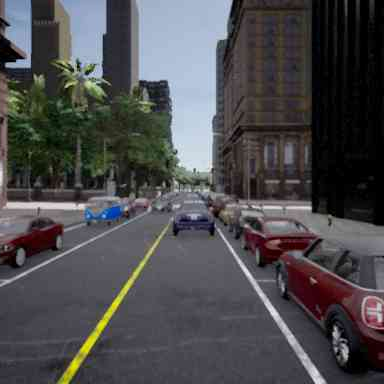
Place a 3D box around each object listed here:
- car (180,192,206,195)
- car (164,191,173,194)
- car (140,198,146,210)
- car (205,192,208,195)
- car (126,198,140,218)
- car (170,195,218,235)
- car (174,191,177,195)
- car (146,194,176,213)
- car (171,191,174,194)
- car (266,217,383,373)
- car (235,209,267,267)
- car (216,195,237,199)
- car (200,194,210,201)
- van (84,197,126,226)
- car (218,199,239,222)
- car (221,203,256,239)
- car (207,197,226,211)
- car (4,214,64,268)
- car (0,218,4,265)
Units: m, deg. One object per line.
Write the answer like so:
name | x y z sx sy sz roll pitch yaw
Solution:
car | 0.091 1.147 35.776 2.097 1.767 4.553 0 0 0
car | -5.783 1.136 70.041 2.008 1.369 4.403 0 0 0
car | -5.776 1.363 38.182 1.802 1.307 4.206 0 0 0
car | 2.744 1.185 64.602 1.947 1.339 4.313 0 0 0
car | -5.774 1.285 27.329 1.967 1.590 4.097 0 0 0
car | 0.096 1.249 18.233 2.097 1.767 4.553 0 0 0
car | -5.787 0.882 91.721 1.967 1.590 4.097 0 0 0
car | -3.058 1.299 33.809 2.128 1.511 4.902 0 0 0
car | -5.784 0.990 75.460 1.967 1.590 4.097 0 0 0
car | 2.757 1.407 5.615 1.967 1.590 4.097 0 0 0
car | 2.755 1.481 11.041 1.887 1.381 4.507 0 0 0
car | 2.751 1.159 27.314 2.192 1.841 5.009 0 0 0
car | 2.743 1.150 70.023 1.947 1.339 4.313 0 0 0
van | -5.773 1.217 21.902 1.690 1.788 3.998 0 0 0
car | 2.753 1.400 22.060 1.752 1.417 4.829 0 0 0
car | 2.755 1.457 16.465 2.008 1.369 4.403 0 0 0
car | 2.750 1.347 38.166 1.947 1.339 4.313 0 0 0
car | -5.769 1.481 11.051 1.887 1.381 4.507 0 0 0
car | -5.769 1.282 5.624 2.192 1.841 5.009 0 0 0
